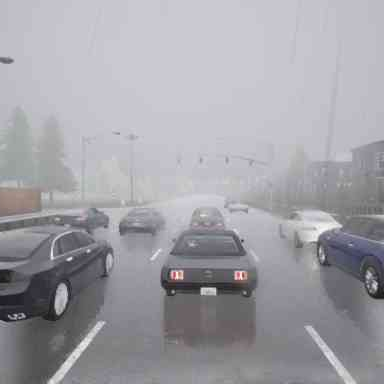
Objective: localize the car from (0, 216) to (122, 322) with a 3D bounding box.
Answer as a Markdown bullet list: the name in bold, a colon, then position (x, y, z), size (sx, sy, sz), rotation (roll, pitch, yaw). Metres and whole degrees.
- **car**: position (-3.141, 1.504, 7.259), size (1.837, 1.490, 4.892), rotation (0, 0, 2)

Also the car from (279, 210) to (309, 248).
- **car**: position (5.132, 1.526, 14.596), size (1.812, 1.442, 4.674), rotation (0, 0, 2)

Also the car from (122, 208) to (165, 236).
- **car**: position (-2.659, 1.564, 18.464), size (1.994, 1.385, 4.181), rotation (0, 0, 2)

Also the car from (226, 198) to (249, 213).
- **car**: position (5.070, 1.601, 36.579), size (1.895, 1.301, 4.718), rotation (0, 0, 3)

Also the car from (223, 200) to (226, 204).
- **car**: position (5.449, 1.547, 46.469), size (2.033, 1.411, 5.357), rotation (0, 0, 2)

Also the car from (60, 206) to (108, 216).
- **car**: position (-6.144, 1.526, 18.905), size (1.812, 1.442, 4.674), rotation (0, 0, 3)

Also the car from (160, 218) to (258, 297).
- **car**: position (0.417, 1.601, 8.537), size (1.895, 1.301, 4.718), rotation (0, 0, 2)

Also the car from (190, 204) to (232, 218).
- **car**: position (0.828, 1.547, 18.120), size (2.033, 1.411, 5.357), rotation (0, 0, 2)

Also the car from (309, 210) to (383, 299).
- **car**: position (4.873, 1.351, 8.572), size (2.097, 1.767, 4.553), rotation (0, 0, 2)
